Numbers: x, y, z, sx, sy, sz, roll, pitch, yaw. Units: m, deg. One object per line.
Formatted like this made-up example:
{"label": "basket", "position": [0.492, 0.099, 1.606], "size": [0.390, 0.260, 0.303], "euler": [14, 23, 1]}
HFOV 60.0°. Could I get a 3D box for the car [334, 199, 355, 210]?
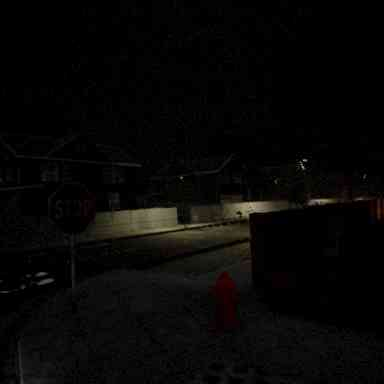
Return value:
{"label": "car", "position": [19.749, 1.619, 42.919], "size": [1.837, 1.490, 4.892], "euler": [-4, -3, 42]}
